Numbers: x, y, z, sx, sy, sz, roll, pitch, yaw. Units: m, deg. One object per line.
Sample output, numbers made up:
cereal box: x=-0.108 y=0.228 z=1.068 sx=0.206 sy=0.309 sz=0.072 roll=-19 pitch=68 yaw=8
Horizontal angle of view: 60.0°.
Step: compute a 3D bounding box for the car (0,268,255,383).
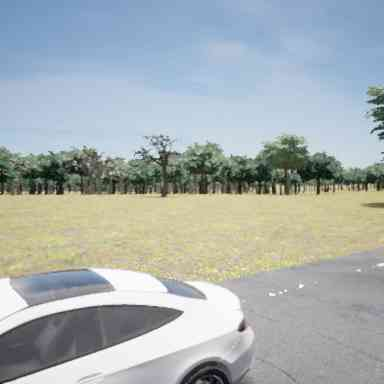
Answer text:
car: x=-1.460 y=1.525 z=2.934 sx=4.674 sy=1.442 sz=1.812 roll=0 pitch=0 yaw=-36
